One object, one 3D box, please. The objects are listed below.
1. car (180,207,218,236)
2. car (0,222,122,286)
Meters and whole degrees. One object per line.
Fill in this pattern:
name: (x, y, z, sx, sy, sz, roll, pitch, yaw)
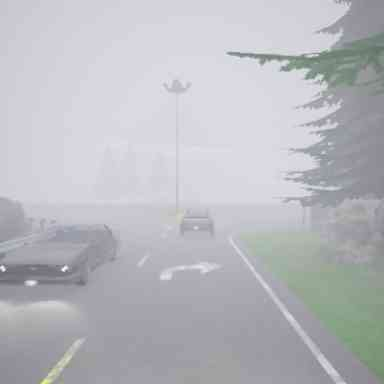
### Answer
car: (0.457, 1.649, 19.402, 2.128, 1.511, 4.902, 0, -1, 6)
car: (-3.465, 1.626, 9.917, 2.033, 1.411, 5.357, 0, 0, 1)
